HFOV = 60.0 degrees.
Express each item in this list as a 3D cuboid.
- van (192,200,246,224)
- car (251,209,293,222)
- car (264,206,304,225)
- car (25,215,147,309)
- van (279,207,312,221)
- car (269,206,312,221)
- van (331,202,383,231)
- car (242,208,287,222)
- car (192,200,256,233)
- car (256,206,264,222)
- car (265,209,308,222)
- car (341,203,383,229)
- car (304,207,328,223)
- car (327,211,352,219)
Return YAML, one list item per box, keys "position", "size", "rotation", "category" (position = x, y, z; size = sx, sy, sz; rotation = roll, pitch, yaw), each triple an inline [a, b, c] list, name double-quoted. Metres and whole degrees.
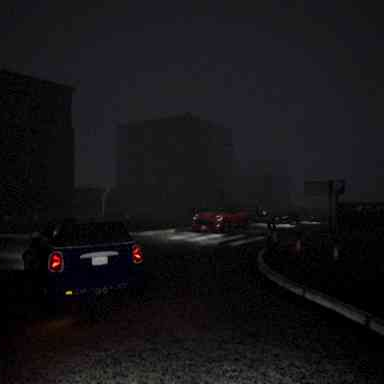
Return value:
- position: [2.424, 1.767, 30.263]
  size: [4.442, 1.987, 1.878]
  rotation: [0, -3, 33]
  category: "van"
- position: [10.081, 2.900, 42.011]
  size: [4.674, 1.452, 2.002]
  rotation: [0, -4, 33]
  category: "car"
- position: [8.871, 2.283, 31.615]
  size: [1.837, 1.490, 4.892]
  rotation: [0, -3, 33]
  category: "car"
- position: [-2.821, 1.354, 8.311]
  size: [2.097, 1.767, 4.553]
  rotation: [0, 0, -29]
  category: "car"
- position: [15.927, 3.337, 51.370]
  size: [4.442, 1.987, 1.878]
  rotation: [0, -4, 33]
  category: "van"
- position: [14.501, 3.134, 48.978]
  size: [5.566, 2.045, 2.435]
  rotation: [0, -4, 33]
  category: "car"
- position: [11.648, 1.641, 21.368]
  size: [4.442, 1.987, 1.878]
  rotation: [0, -3, 33]
  category: "van"
- position: [8.603, 2.712, 39.652]
  size: [4.792, 1.488, 2.163]
  rotation: [0, -4, 33]
  category: "car"
- position: [1.930, 1.531, 20.864]
  size: [2.097, 1.767, 4.553]
  rotation: [0, -2, 34]
  category: "car"
- position: [6.922, 2.502, 37.423]
  size: [5.366, 1.575, 1.946]
  rotation: [0, -4, 33]
  category: "car"
- position: [13.239, 3.212, 46.608]
  size: [5.366, 1.575, 1.946]
  rotation: [0, -4, 33]
  category: "car"
- position: [16.022, 2.080, 28.475]
  size: [5.566, 2.045, 2.435]
  rotation: [0, -4, 33]
  category: "car"
- position: [16.129, 3.128, 42.917]
  size: [2.128, 1.511, 4.902]
  rotation: [0, -4, 33]
  category: "car"
- position: [37.751, 5.887, 85.321]
  size: [5.566, 2.045, 2.435]
  rotation: [0, -4, 33]
  category: "car"
